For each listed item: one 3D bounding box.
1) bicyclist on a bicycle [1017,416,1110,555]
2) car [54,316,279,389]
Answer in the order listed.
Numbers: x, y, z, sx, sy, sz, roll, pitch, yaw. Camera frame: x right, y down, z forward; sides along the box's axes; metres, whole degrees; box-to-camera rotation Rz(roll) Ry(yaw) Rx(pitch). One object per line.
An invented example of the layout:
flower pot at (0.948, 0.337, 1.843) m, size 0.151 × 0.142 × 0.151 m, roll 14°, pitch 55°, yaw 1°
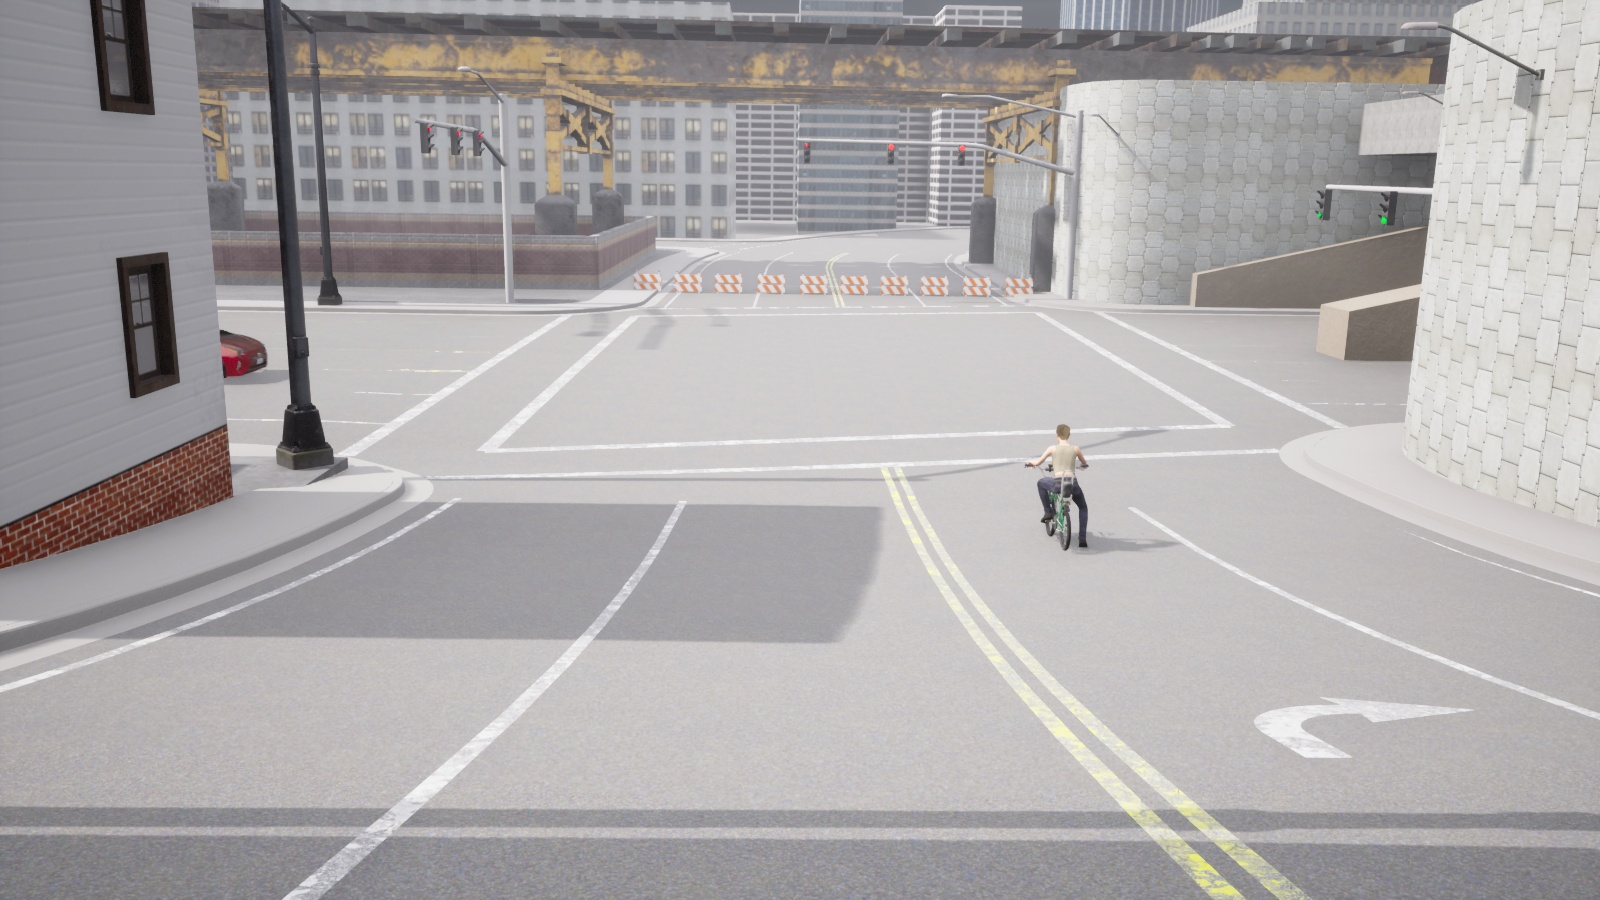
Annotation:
bicyclist on a bicycle at (3.446, 0.432, 16.595) m, size 0.866 × 1.612 × 1.509 m, roll 0°, pitch 7°, yaw 0°
car at (-15.866, -2.484, 31.635) m, size 4.514 × 1.525 × 2.007 m, roll 0°, pitch 12°, yaw 0°
